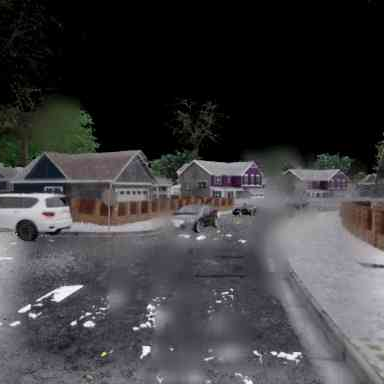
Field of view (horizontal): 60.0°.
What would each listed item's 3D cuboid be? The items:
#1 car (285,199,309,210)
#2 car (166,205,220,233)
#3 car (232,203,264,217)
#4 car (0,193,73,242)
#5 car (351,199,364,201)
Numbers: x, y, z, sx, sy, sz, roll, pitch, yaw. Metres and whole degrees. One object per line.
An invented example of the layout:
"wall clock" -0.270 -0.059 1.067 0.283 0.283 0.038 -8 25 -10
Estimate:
"car" 14.644 1.693 46.192 1.882 1.535 5.008 0 0 40
"car" 0.189 1.519 19.826 2.128 1.511 4.902 0 0 24
"car" 5.422 1.697 32.107 1.895 1.301 4.718 0 0 27
"car" -8.386 1.069 15.425 5.566 2.045 2.150 1 1 9
"car" 30.039 1.978 60.498 4.181 1.385 1.994 0 0 -34
